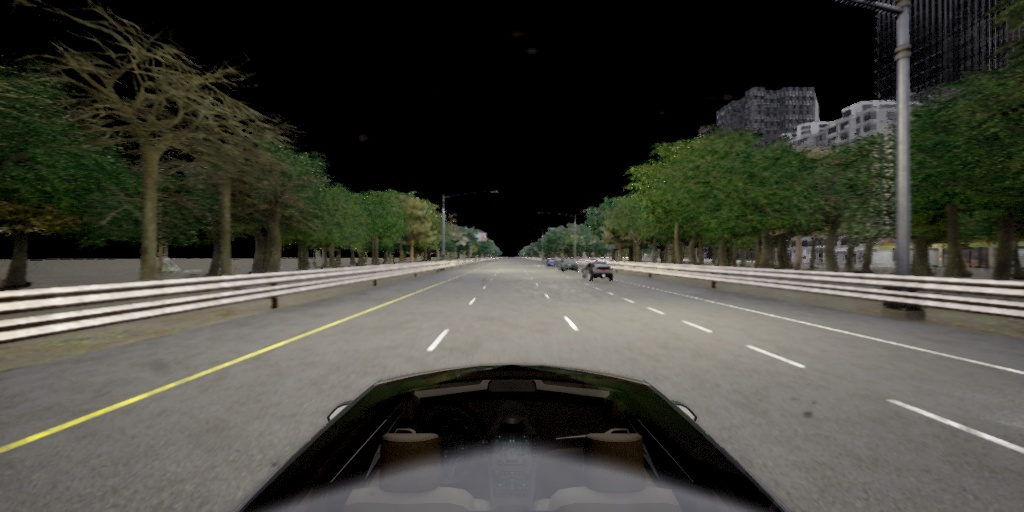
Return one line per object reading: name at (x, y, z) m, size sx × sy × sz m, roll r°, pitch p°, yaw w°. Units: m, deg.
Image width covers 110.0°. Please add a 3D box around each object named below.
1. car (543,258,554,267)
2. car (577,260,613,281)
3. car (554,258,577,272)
car at (7.013, 1.288, 63.827) m, size 1.812 × 1.442 × 4.674 m, roll 0°, pitch 0°, yaw 0°
car at (7.005, 1.264, 29.803) m, size 1.837 × 1.490 × 4.892 m, roll 0°, pitch 0°, yaw 0°
car at (7.008, 1.111, 45.760) m, size 2.097 × 1.767 × 4.553 m, roll 0°, pitch 0°, yaw 0°
